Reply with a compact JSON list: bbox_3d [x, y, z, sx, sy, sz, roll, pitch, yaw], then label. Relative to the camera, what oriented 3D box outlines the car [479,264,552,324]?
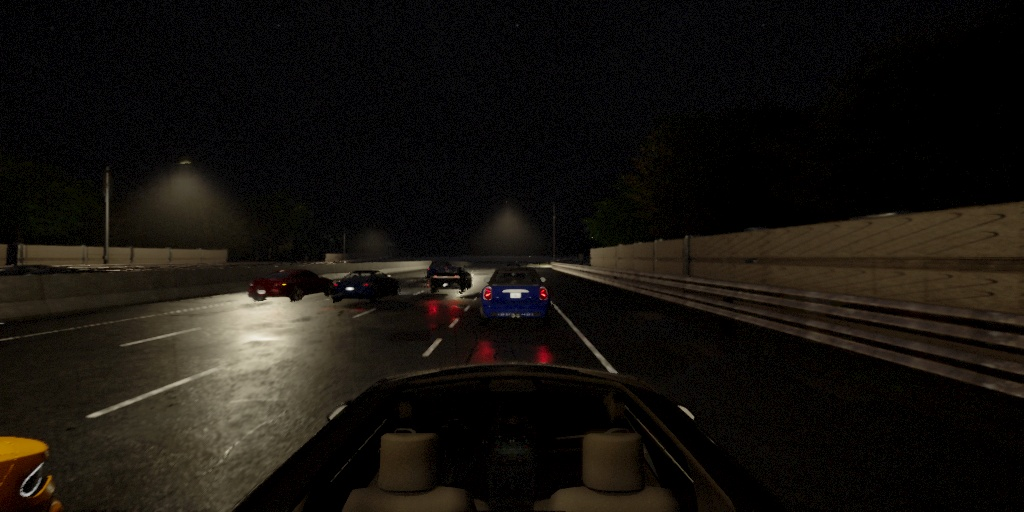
[{"bbox_3d":[0.101,1.137,12.187,2.097,1.767,4.553,0,0,0],"label":"car"}]

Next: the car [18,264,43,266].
[{"bbox_3d":[-31.589,1.321,23.248,1.882,1.535,5.008,0,-1,0],"label":"car"}]

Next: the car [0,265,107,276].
[{"bbox_3d":[-21.096,1.315,16.609,1.837,1.490,4.892,0,-1,0],"label":"car"}]

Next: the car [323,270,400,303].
[{"bbox_3d":[-6.897,1.375,17.269,1.994,1.385,4.181,0,0,0],"label":"car"}]

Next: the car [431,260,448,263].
[{"bbox_3d":[-6.894,1.254,35.037,2.097,1.767,4.553,0,0,0],"label":"car"}]

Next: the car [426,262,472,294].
[{"bbox_3d":[-3.497,1.323,21.198,2.128,1.511,4.902,0,0,0],"label":"car"}]

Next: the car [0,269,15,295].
[{"bbox_3d":[-28.095,1.377,17.432,1.994,1.385,4.181,0,0,0],"label":"car"}]

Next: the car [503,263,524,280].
[{"bbox_3d":[0.118,1.420,33.532,1.812,1.442,4.674,0,0,0],"label":"car"}]

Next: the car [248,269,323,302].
[{"bbox_3d":[-10.384,1.336,17.185,1.812,1.442,4.674,0,0,0],"label":"car"}]
